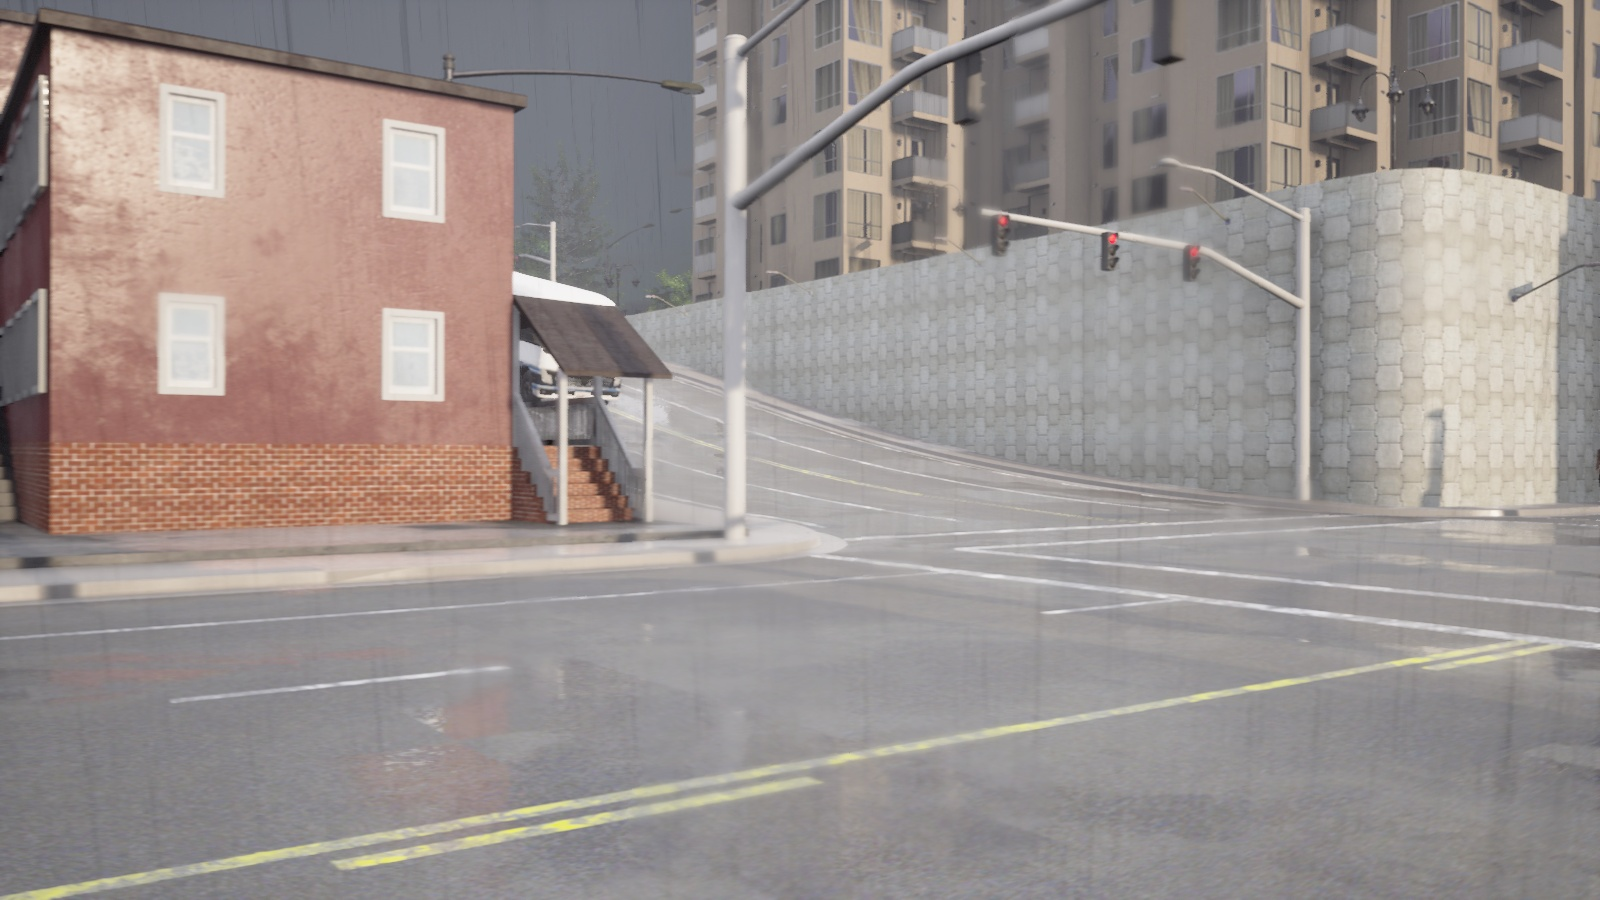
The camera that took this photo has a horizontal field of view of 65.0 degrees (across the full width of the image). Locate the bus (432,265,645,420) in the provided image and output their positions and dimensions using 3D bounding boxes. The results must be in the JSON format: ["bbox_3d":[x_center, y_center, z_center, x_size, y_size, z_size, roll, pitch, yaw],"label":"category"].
[{"bbox_3d":[-10.242,-4.263,47.829,3.944,4.253,10.273,0,12,-35],"label":"bus"}]

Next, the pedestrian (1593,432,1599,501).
[{"bbox_3d":[21.601,0.437,33.680,0.634,1.846,0.331,0,0,-34],"label":"pedestrian"}]
